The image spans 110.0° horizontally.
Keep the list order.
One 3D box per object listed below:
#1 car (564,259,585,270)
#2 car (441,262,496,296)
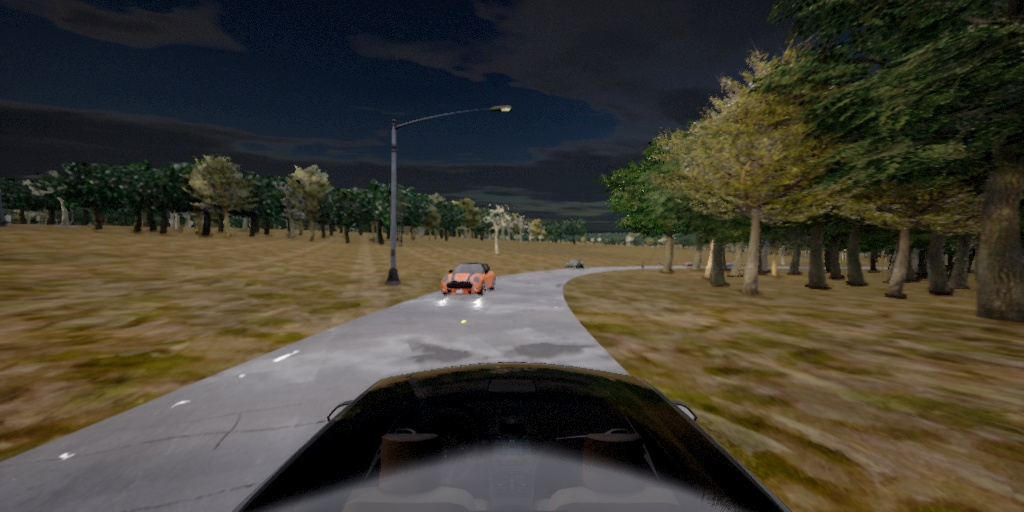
[{"bbox_3d":[10.157,1.321,58.086,2.097,1.767,4.553,2,1,29],"label":"car"},{"bbox_3d":[-2.228,1.113,19.326,2.097,1.767,4.553,0,0,7],"label":"car"}]
